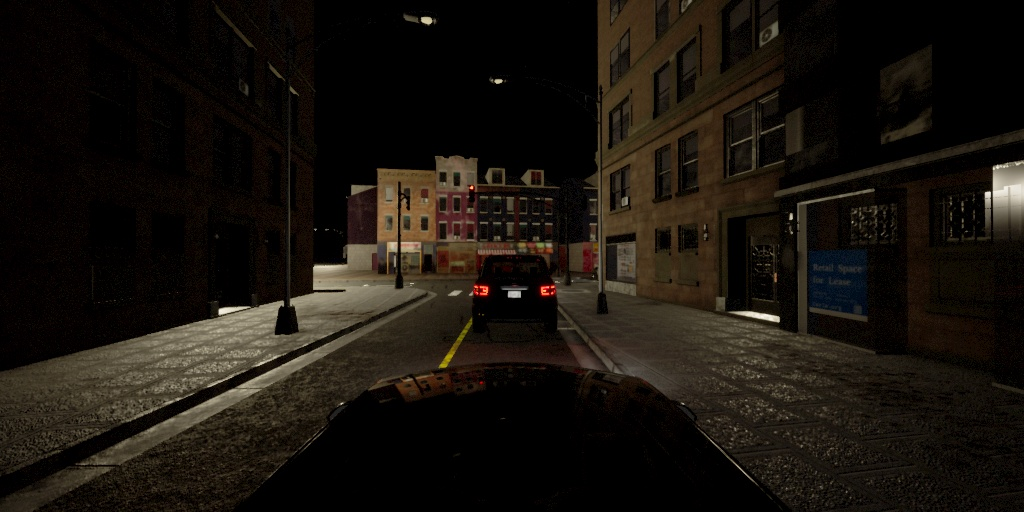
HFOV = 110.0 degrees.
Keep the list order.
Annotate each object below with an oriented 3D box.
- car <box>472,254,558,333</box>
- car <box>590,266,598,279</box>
[{"bbox_3d":[0.098,0.972,10.899,2.150,2.045,5.566,0,0,1],"label":"car"},{"bbox_3d":[8.890,1.090,29.904,4.553,1.767,2.097,0,0,-10],"label":"car"}]
